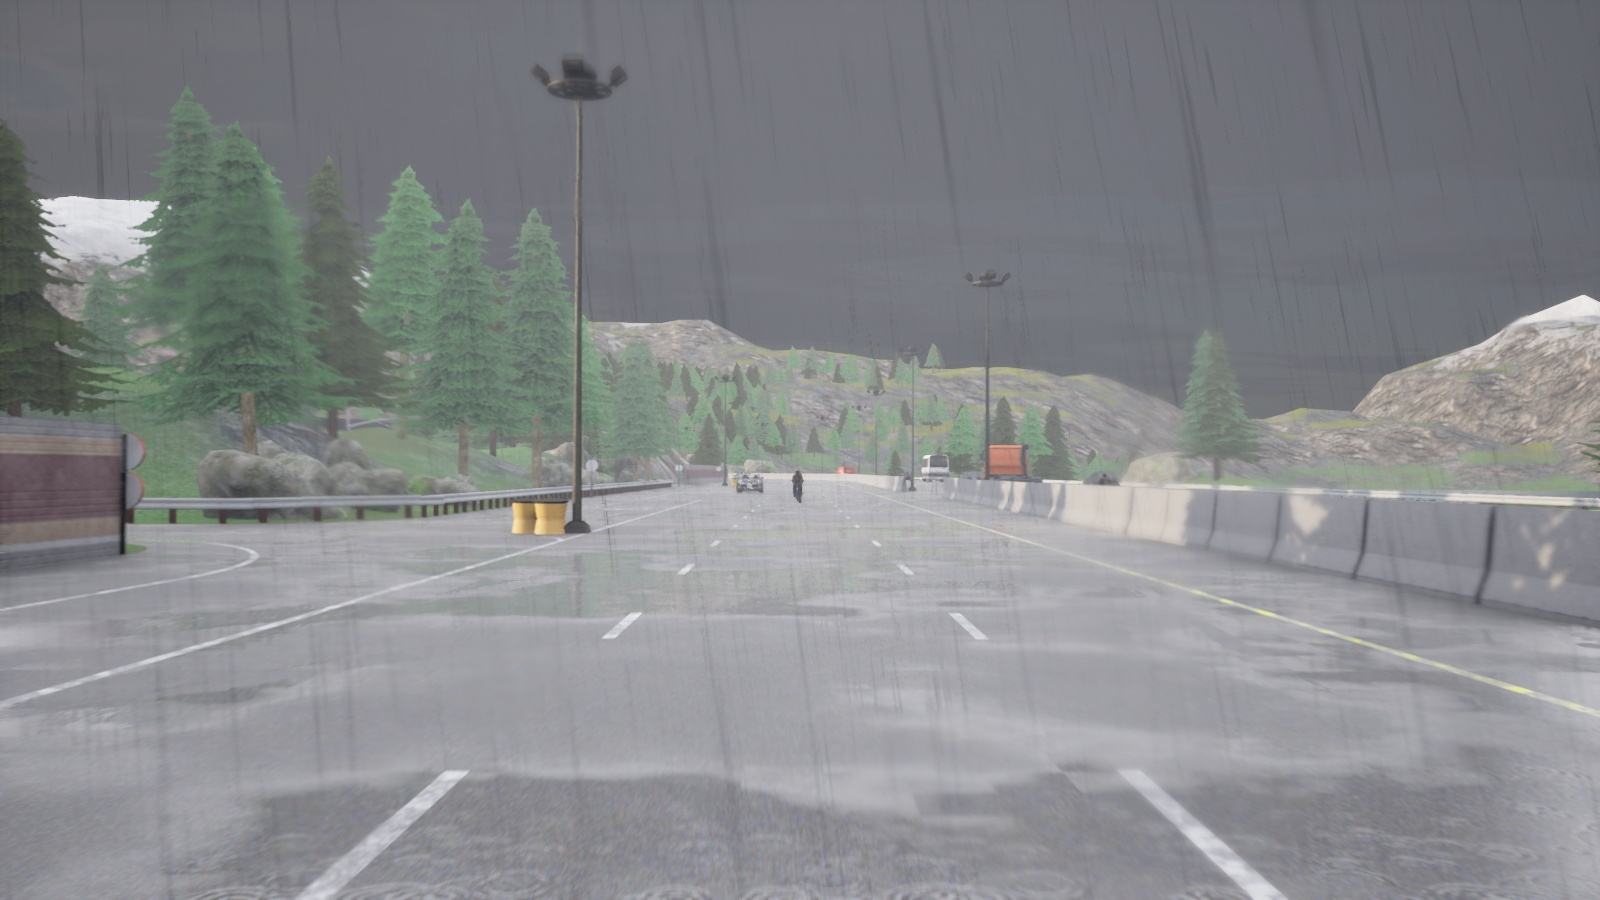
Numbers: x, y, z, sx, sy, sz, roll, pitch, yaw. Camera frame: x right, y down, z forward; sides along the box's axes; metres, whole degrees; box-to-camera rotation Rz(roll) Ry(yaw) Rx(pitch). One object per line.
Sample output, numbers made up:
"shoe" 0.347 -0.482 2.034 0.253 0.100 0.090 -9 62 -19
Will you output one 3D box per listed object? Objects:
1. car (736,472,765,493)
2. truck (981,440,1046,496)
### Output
"car" -3.597 2.371 91.438 1.970 1.475 3.806 0 -1 0
"truck" 13.895 1.196 82.287 2.891 3.462 7.936 0 -1 0
